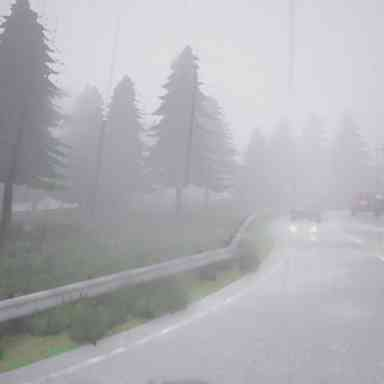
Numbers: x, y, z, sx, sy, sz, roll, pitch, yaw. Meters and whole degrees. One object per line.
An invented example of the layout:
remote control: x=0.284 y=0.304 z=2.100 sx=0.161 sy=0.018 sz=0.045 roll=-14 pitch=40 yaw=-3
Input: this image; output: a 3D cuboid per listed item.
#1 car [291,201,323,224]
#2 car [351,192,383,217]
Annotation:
car: x=8.163 y=1.343 z=23.464 sx=2.033 sy=1.411 sz=5.357 roll=1 pitch=1 yaw=22
car: x=15.634 y=1.009 z=29.273 sx=2.150 sy=2.045 sz=5.566 roll=0 pitch=0 yaw=38
